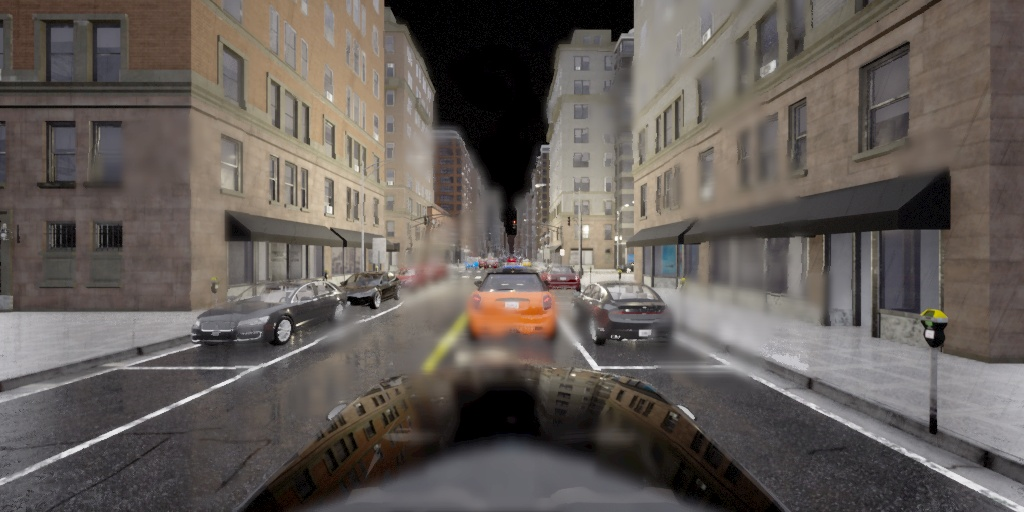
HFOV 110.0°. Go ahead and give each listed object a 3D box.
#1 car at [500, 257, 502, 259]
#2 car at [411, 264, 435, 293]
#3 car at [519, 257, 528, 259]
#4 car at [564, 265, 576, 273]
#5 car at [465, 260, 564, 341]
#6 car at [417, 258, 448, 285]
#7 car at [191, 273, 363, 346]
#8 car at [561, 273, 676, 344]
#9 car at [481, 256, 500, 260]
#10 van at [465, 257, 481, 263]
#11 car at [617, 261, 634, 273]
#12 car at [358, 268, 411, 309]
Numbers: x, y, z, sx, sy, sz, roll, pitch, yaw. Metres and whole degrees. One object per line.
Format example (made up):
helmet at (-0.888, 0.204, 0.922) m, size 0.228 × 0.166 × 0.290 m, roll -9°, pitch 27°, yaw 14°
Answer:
car at (-3.109, 1.261, 62.745) m, size 1.812 × 1.442 × 4.674 m, roll 0°, pitch 0°, yaw 0°
car at (-5.869, 1.330, 20.347) m, size 1.802 × 1.307 × 4.207 m, roll 0°, pitch 0°, yaw 0°
car at (2.626, 1.260, 64.209) m, size 1.751 × 1.417 × 4.829 m, roll 0°, pitch 0°, yaw 0°
car at (2.657, 1.187, 20.378) m, size 1.967 × 1.591 × 4.097 m, roll 0°, pitch 0°, yaw 0°
car at (0.014, 1.101, 9.987) m, size 2.097 × 1.767 × 4.553 m, roll 0°, pitch 0°, yaw 0°
car at (-5.873, 1.061, 25.870) m, size 2.192 × 1.841 × 5.009 m, roll 0°, pitch 0°, yaw 0°
car at (-5.861, 1.300, 9.299) m, size 2.007 × 1.370 × 4.403 m, roll 0°, pitch 0°, yaw 0°
car at (2.665, 1.300, 9.328) m, size 2.007 × 1.370 × 4.403 m, roll 0°, pitch 0°, yaw 0°
car at (-3.122, 1.216, 53.362) m, size 1.882 × 1.535 × 5.008 m, roll 0°, pitch 0°, yaw 0°
van at (-5.892, 1.079, 52.818) m, size 1.690 × 1.789 × 3.998 m, roll 0°, pitch 0°, yaw 0°
car at (14.539, 1.238, 41.011) m, size 4.892 × 1.490 × 1.837 m, roll 0°, pitch 0°, yaw 1°
car at (-5.865, 1.314, 14.823) m, size 1.948 × 1.339 × 4.313 m, roll 0°, pitch 0°, yaw 0°
